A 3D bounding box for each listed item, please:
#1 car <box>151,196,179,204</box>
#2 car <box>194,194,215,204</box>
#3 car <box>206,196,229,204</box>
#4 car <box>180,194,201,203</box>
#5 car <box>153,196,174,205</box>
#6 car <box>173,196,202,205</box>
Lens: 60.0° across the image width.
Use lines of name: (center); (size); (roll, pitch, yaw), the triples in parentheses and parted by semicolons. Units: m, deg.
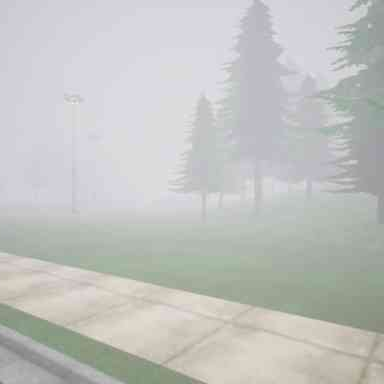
car: (-4.982, 1.522, 62.057); (2.033, 1.411, 5.357); (0, 0, 37)
car: (2.498, 1.329, 66.415); (2.097, 1.767, 4.553); (0, 0, 36)
car: (5.323, 1.331, 64.350); (2.097, 1.767, 4.553); (0, 0, 36)
car: (-0.328, 1.327, 68.480); (2.097, 1.767, 4.553); (0, 0, 36)
car: (-3.724, 1.525, 57.838); (2.033, 1.411, 5.357); (0, 0, 37)
car: (-0.478, 1.580, 56.321); (1.895, 1.301, 4.718); (0, 0, 37)
